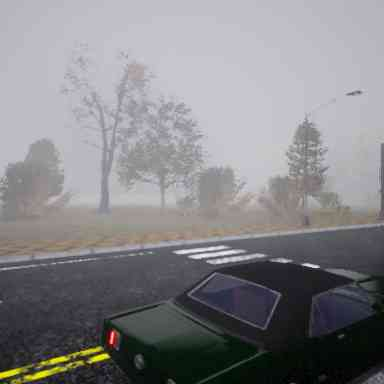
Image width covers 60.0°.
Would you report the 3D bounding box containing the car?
[{"bbox_3d":[1.405,1.615,4.349,4.718,1.301,1.895,0,0,-35],"label":"car"}]
